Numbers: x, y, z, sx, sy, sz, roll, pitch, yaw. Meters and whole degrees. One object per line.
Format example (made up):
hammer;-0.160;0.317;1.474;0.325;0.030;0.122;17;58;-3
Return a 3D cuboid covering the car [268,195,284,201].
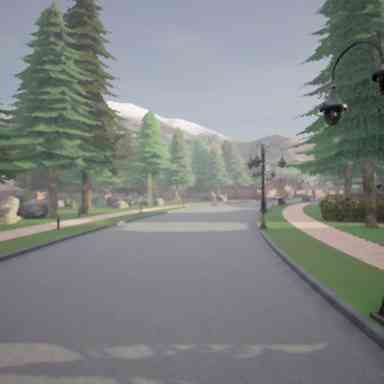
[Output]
car;17.907;1.227;70.992;1.895;1.301;4.718;0;0;35
